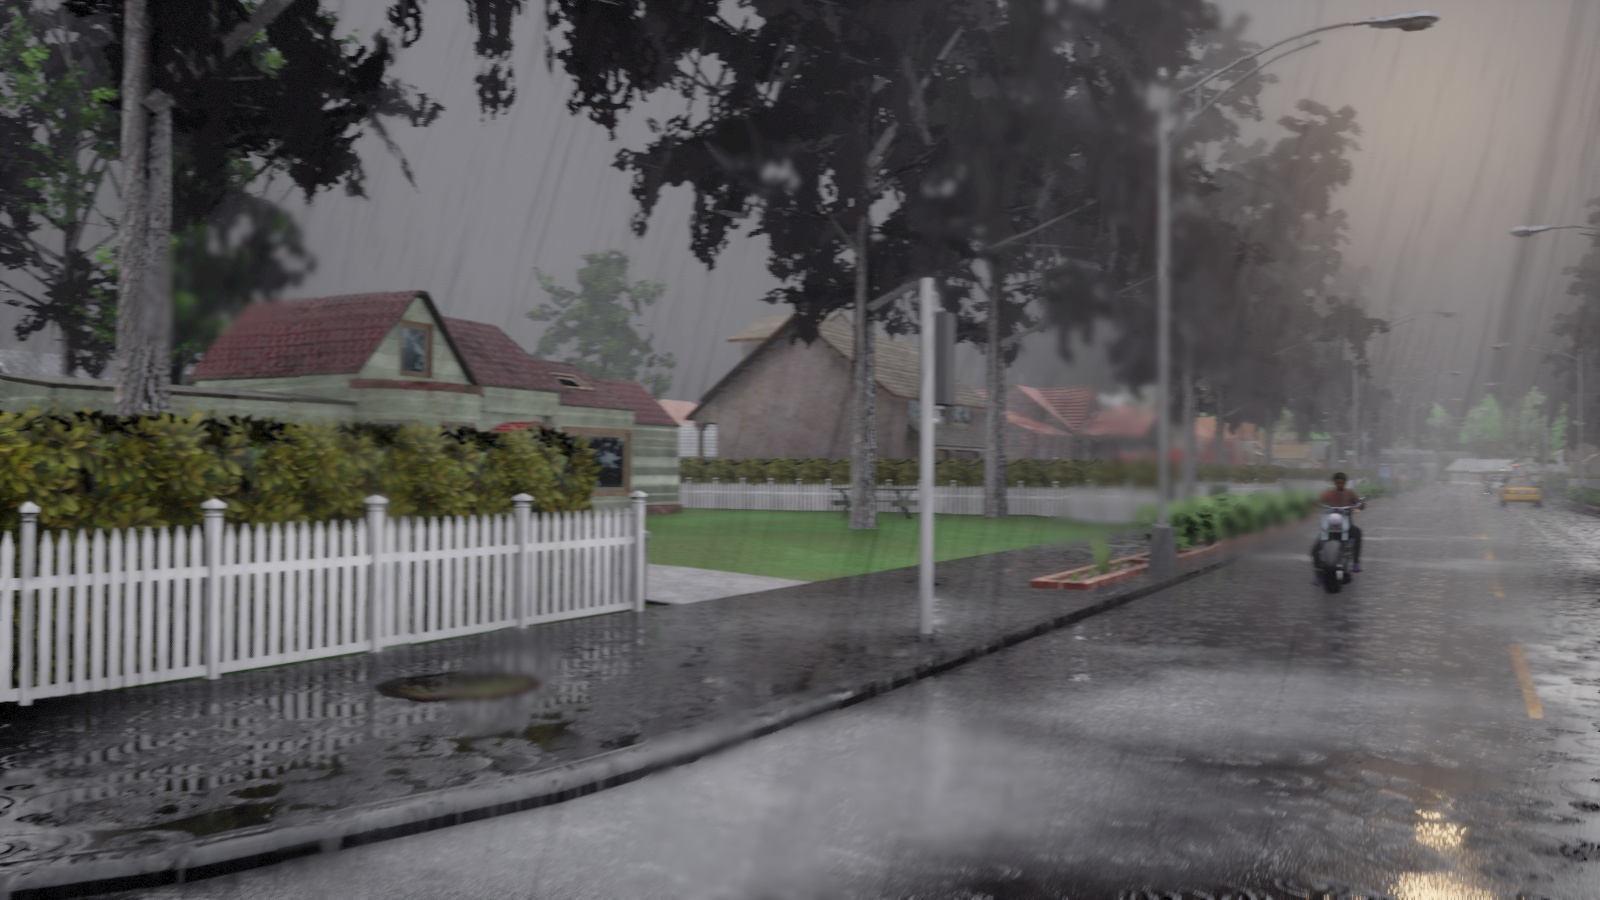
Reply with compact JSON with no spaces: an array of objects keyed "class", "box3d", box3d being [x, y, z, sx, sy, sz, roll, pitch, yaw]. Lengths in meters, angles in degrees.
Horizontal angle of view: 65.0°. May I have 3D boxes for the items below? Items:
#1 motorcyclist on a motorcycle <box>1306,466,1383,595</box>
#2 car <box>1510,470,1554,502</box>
[{"class":"motorcyclist on a motorcycle","box3d":[7.548,1.054,17.340,0.766,1.649,2.350,-1,-1,28]},{"class":"car","box3d":[38.015,1.838,65.316,1.801,1.575,5.366,-1,-1,28]}]
